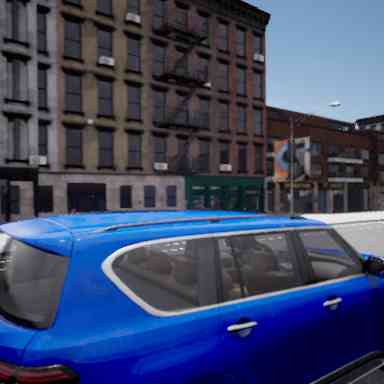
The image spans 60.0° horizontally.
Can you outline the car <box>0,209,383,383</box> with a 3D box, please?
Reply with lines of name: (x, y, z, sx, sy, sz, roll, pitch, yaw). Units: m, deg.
car: (0.616, 1.228, 3.877, 5.566, 2.045, 2.150, 0, 0, -35)
